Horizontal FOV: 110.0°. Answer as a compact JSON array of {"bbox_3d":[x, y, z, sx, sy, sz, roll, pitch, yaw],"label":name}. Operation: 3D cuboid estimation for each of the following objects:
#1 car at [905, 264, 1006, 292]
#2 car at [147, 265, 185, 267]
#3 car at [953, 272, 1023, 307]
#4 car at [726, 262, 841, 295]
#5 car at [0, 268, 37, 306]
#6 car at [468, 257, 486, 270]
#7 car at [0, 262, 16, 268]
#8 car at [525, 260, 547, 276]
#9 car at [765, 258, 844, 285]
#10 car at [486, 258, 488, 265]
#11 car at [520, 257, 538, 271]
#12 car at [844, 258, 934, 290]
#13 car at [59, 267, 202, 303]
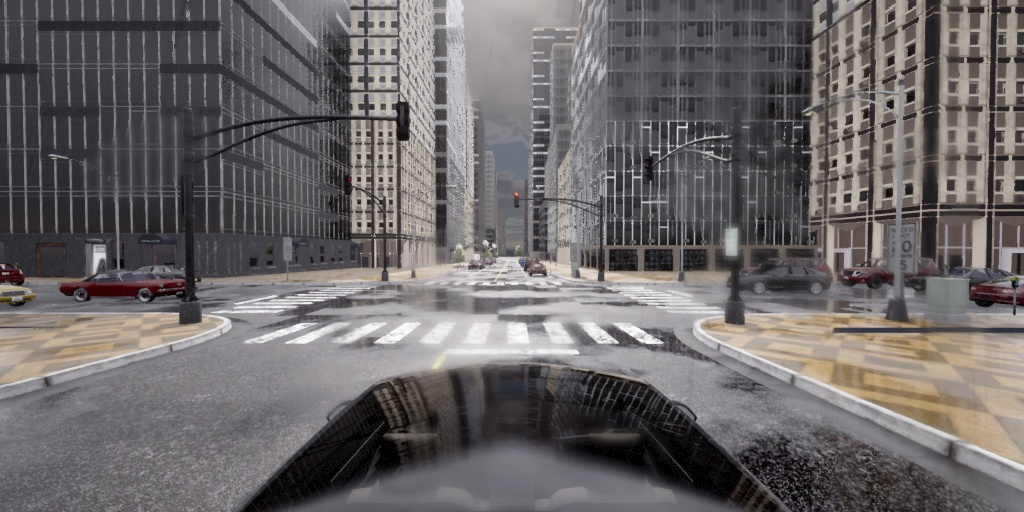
[{"bbox_3d":[24.503,1.306,19.267,5.357,1.411,2.033,0,1,0],"label":"car"},{"bbox_3d":[-21.437,1.204,21.795,4.403,1.370,2.007,0,0,0],"label":"car"},{"bbox_3d":[20.188,1.417,13.725,4.207,1.307,1.802,0,0,0],"label":"car"},{"bbox_3d":[14.184,1.250,19.235,4.892,1.490,1.837,0,1,1],"label":"car"},{"bbox_3d":[-21.253,1.301,13.657,4.829,1.417,1.751,0,0,0],"label":"car"},{"bbox_3d":[-5.283,1.168,52.554,1.967,1.591,4.097,0,0,0],"label":"car"},{"bbox_3d":[-32.552,1.077,21.706,4.097,1.591,1.967,0,0,0],"label":"car"},{"bbox_3d":[2.554,1.319,36.000,1.802,1.307,4.207,0,0,0],"label":"car"},{"bbox_3d":[16.574,1.024,21.857,5.009,1.841,2.192,0,0,0],"label":"car"},{"bbox_3d":[-5.280,1.307,58.079,1.802,1.307,4.207,0,0,0],"label":"car"},{"bbox_3d":[2.582,1.046,47.050,2.192,1.841,5.009,0,0,0],"label":"car"},{"bbox_3d":[22.906,1.032,21.868,5.009,1.841,2.192,0,0,0],"label":"car"},{"bbox_3d":[-17.178,1.344,16.248,4.718,1.301,1.895,0,1,3],"label":"car"}]
